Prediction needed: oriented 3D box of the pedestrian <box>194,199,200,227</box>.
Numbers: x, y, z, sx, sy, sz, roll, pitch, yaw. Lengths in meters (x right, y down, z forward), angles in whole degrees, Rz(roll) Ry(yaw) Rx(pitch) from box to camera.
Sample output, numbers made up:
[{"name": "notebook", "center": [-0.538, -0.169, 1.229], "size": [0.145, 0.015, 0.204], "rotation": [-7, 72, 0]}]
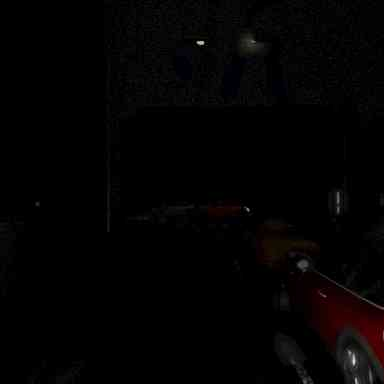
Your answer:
[{"name": "pedestrian", "center": [0.323, 1.299, 20.914], "size": [0.375, 1.860, 0.375], "rotation": [0, 0, 0]}]

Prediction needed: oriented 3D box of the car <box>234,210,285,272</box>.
[{"name": "car", "center": [2.638, 1.529, 10.597], "size": [1.752, 1.417, 4.829], "rotation": [0, 0, 0]}]

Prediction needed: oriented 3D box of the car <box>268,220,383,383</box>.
[{"name": "car", "center": [2.641, 1.441, 4.989], "size": [1.967, 1.590, 4.097], "rotation": [0, 0, 0]}]

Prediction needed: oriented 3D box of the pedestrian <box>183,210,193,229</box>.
[{"name": "pedestrian", "center": [-0.229, 1.301, 20.202], "size": [0.375, 1.860, 0.375], "rotation": [0, 0, 0]}]

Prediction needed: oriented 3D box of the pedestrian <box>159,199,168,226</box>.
[{"name": "pedestrian", "center": [-1.863, 1.302, 21.547], "size": [0.375, 1.860, 0.375], "rotation": [0, 0, 0]}]

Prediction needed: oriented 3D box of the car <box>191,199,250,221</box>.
[{"name": "car", "center": [2.399, 1.344, 26.544], "size": [4.553, 1.767, 2.097], "rotation": [0, 0, 0]}]

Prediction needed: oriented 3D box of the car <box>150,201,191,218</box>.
[{"name": "car", "center": [-1.384, 1.544, 29.487], "size": [4.674, 1.442, 1.812], "rotation": [0, 0, 0]}]
